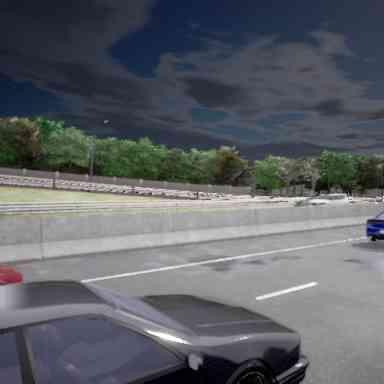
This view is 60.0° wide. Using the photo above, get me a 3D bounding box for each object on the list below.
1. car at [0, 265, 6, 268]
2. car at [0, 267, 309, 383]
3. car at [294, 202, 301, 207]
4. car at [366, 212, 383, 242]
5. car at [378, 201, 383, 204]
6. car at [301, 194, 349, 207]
[{"bbox_3d":[-5.028,1.476,4.459,5.008,1.535,1.882,0,0,-35],"label":"car"},{"bbox_3d":[-1.347,1.547,2.784,5.357,1.411,2.033,0,0,-35],"label":"car"},{"bbox_3d":[14.085,1.569,39.819,4.181,1.385,1.994,0,0,-35],"label":"car"},{"bbox_3d":[9.877,1.485,15.090,5.008,1.535,1.882,0,0,-36],"label":"car"},{"bbox_3d":[22.235,1.551,37.039,5.357,1.411,2.033,0,0,-35],"label":"car"},{"bbox_3d":[14.762,1.227,36.010,5.566,2.045,2.150,0,0,-35],"label":"car"}]
